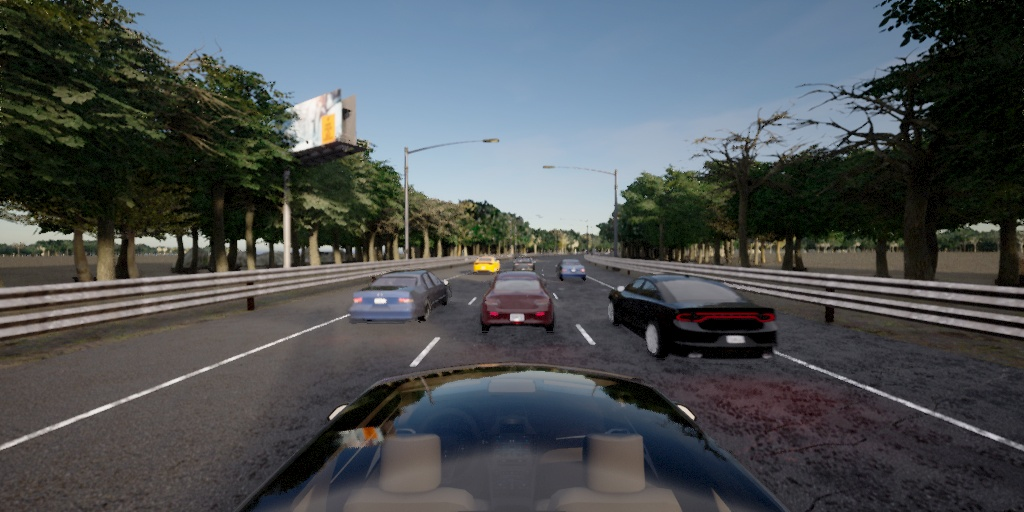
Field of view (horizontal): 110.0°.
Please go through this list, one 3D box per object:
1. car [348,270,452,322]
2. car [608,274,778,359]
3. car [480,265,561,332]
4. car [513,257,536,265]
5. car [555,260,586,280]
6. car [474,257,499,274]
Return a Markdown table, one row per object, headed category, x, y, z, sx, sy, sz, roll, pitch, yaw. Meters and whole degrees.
| category | x | y | z | sx | sy | sz | roll | pitch | yaw |
| --- | --- | --- | --- | --- | --- | --- | --- | --- | --- |
| car | -3.310 | 1.169 | 11.693 | 2.033 | 1.411 | 5.357 | 0 | 1 | 1 |
| car | 3.618 | 1.142 | 8.204 | 1.882 | 1.535 | 5.008 | 0 | 1 | 1 |
| car | 0.163 | 1.164 | 10.293 | 1.812 | 1.442 | 4.674 | 0 | 1 | 1 |
| car | 1.098 | 0.860 | 31.524 | 2.128 | 1.511 | 4.902 | 0 | 1 | 4 |
| car | 4.261 | 0.980 | 26.388 | 2.033 | 1.411 | 5.357 | 0 | 1 | 3 |
| car | -2.293 | 0.825 | 33.187 | 1.882 | 1.535 | 5.008 | 0 | 1 | 4 |
